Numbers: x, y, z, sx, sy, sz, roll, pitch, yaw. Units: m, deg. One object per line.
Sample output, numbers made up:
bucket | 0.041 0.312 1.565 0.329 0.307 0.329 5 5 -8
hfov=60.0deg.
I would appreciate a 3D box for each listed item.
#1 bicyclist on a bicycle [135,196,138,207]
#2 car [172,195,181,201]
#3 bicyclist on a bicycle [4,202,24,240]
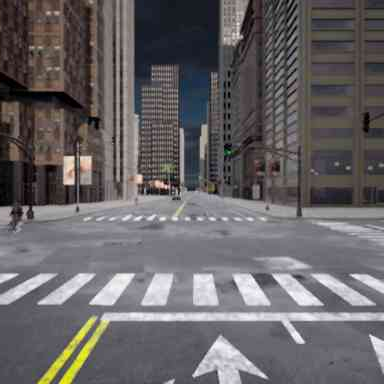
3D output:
bicyclist on a bicycle | -8.741 1.445 52.252 0.659 1.776 1.843 0 0 0
car | -3.238 1.317 70.367 1.895 1.301 4.718 0 0 0
bicyclist on a bicycle | -8.747 1.391 16.374 0.659 1.776 1.843 0 0 0
